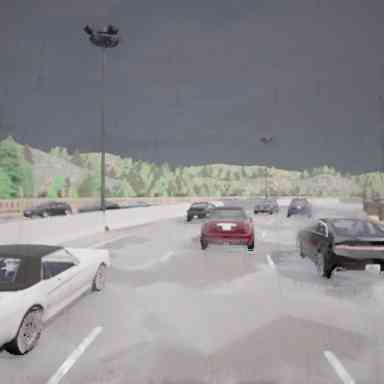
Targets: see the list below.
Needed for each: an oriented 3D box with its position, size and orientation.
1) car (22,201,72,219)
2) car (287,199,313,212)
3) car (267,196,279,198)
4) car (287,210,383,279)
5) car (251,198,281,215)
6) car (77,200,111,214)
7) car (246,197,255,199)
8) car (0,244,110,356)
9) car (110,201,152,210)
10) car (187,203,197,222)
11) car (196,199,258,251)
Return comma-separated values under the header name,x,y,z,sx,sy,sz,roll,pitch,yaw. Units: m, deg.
name,x,y,z,sx,sy,sz,roll,pitch,yaw
car,-12.828,1.553,29.753,1.837,1.490,4.892,0,0,18
car,10.451,1.453,31.947,2.097,1.767,4.553,0,0,22
car,16.045,1.529,66.329,1.882,1.535,5.008,0,-1,43
car,4.448,1.519,10.030,2.128,1.511,4.902,0,0,7
car,7.903,1.659,35.030,2.033,1.411,5.357,0,0,24
car,-8.695,1.542,31.249,1.882,1.535,5.008,0,0,19
car,11.944,1.756,66.992,2.033,1.411,5.357,0,-1,40
car,-3.040,1.598,6.033,1.895,1.301,4.718,0,0,4
car,-5.222,1.594,30.622,1.812,1.442,4.674,0,0,19
car,0.998,1.569,26.539,1.837,1.490,4.892,0,0,17
car,1.664,1.381,14.624,2.097,1.767,4.553,0,0,10
